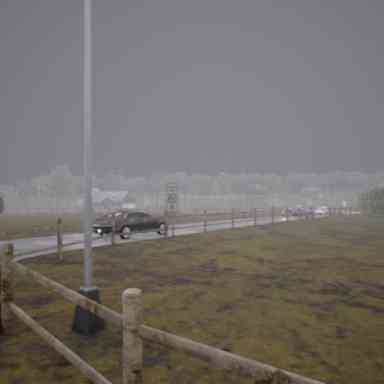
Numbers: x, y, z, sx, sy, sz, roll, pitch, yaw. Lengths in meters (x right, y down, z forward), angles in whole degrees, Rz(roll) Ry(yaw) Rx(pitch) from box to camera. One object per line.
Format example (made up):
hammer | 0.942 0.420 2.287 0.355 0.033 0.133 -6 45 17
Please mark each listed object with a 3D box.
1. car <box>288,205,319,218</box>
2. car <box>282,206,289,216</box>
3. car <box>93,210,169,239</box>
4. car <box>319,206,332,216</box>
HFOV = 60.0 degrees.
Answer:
car | 14.911 2.668 44.308 1.994 1.385 4.181 -2 -3 36
car | 15.011 2.678 49.259 2.097 1.767 4.553 -2 -3 36
car | -3.346 1.795 19.054 1.837 1.490 4.892 -2 -3 36
car | 20.637 2.958 52.356 1.812 1.442 4.674 -2 -3 36
